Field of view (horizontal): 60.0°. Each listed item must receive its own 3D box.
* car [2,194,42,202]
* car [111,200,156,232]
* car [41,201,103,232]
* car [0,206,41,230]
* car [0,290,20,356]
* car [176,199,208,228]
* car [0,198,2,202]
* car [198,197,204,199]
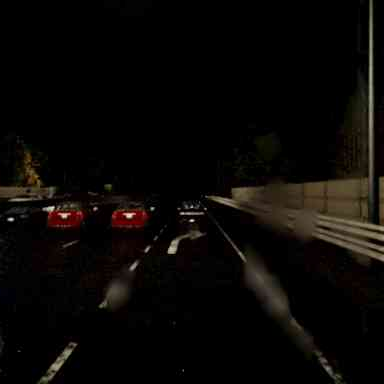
[{"bbox_3d":[-21.061,1.218,42.069,2.150,2.045,5.566,0,0,0],"label":"car"},{"bbox_3d":[-3.399,1.340,20.129,2.097,1.767,4.553,0,0,0],"label":"car"},{"bbox_3d":[-6.901,1.339,20.101,2.097,1.767,4.553,0,0,0],"label":"car"},{"bbox_3d":[-10.396,1.550,21.100,1.994,1.385,4.181,0,0,0],"label":"car"},{"bbox_3d":[-3.398,1.598,2.628,1.895,1.301,4.718,0,0,0],"label":"car"},{"bbox_3d":[0.001,1.480,22.140,2.128,1.511,4.902,0,0,0],"label":"car"},{"bbox_3d":[-24.557,1.473,43.824,1.882,1.535,5.008,0,0,0],"label":"car"},{"bbox_3d":[0.003,1.557,36.771,1.994,1.385,4.181,0,0,0],"label":"car"}]
